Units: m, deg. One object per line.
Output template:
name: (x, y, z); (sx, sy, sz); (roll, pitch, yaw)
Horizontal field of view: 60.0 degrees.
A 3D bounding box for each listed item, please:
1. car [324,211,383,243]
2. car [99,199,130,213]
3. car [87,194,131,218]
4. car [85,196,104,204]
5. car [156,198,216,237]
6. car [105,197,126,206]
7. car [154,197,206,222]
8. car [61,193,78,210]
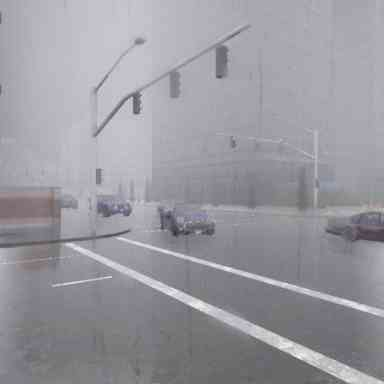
car: (8.430, 1.547, 14.093); (2.033, 1.411, 5.357); (0, 0, -36)
car: (-9.040, 1.526, 38.495); (1.812, 1.442, 4.674); (0, 0, -36)
car: (-7.535, 1.221, 30.382); (2.150, 2.045, 5.566); (0, 0, -35)
car: (-19.032, 1.492, 64.819); (2.128, 1.511, 4.902); (0, 0, -36)
car: (-0.352, 1.351, 18.197); (2.097, 1.767, 4.553); (0, 0, -17)
car: (-13.067, 1.526, 56.485); (1.812, 1.442, 4.674); (0, 0, -36)
car: (-1.110, 1.352, 27.476); (2.097, 1.767, 4.553); (0, 0, -36)
car: (-16.424, 1.216, 42.822); (2.150, 2.045, 5.566); (0, 1, -35)
